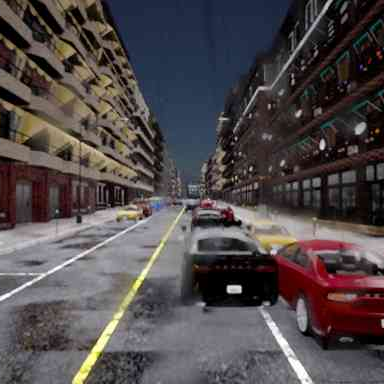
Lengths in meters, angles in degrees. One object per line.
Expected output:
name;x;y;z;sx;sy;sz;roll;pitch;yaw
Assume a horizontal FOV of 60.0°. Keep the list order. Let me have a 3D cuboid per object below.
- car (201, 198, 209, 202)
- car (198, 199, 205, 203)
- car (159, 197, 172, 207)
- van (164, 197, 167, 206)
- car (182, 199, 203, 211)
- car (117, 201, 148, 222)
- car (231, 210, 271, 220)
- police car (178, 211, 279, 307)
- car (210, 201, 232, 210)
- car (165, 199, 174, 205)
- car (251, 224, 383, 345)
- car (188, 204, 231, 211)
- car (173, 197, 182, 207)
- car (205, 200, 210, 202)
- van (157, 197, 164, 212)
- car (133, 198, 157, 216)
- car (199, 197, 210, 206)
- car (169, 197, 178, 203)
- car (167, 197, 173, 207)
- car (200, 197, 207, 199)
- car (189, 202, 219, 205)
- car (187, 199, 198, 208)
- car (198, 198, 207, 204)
car;2.621;2.004;50.804;1.887;1.381;4.507;1;-1;0
car;2.617;2.549;95.050;1.802;1.307;4.206;1;-1;0
car;-5.242;1.954;67.463;2.192;1.841;5.009;1;-1;0
van;-5.255;1.801;50.873;1.690;1.788;3.998;1;-1;0
car;0.040;1.945;44.758;2.033;1.411;5.357;0;-1;0
car;-5.275;1.770;28.580;1.752;1.417;4.829;2;-1;0
car;2.594;1.625;12.262;1.752;1.417;4.829;1;0;0
police car;0.678;1.493;8.320;1.930;1.638;5.238;0;0;-1
car;2.605;1.790;28.681;1.887;1.381;4.507;1;-1;0
car;-5.241;2.330;78.522;1.947;1.339;4.313;1;-1;0
car;2.589;1.598;6.560;1.887;1.381;4.507;1;0;0
car;0.838;1.656;18.232;1.837;1.490;4.892;0;0;0
car;-2.702;2.222;65.867;1.895;1.301;4.718;0;-1;0
car;2.608;1.847;34.213;2.008;1.369;4.403;1;-1;0
van;-5.258;1.744;45.341;1.690;1.788;3.998;2;-1;0
car;-5.265;1.612;34.283;2.192;1.841;5.009;2;-1;0
car;2.607;2.015;72.928;2.192;1.841;5.009;1;-1;0
car;-5.224;2.283;95.114;2.192;1.841;5.009;1;-1;0
car;-5.246;1.893;61.933;2.192;1.841;5.009;1;-1;0
car;2.625;2.062;56.333;1.887;1.381;4.507;1;-1;0
car;0.842;1.731;24.233;1.812;1.442;4.674;0;-1;0
car;0.043;2.071;58.948;1.812;1.442;4.674;0;-1;0
car;2.612;2.270;83.990;1.967;1.590;4.097;1;-1;0
